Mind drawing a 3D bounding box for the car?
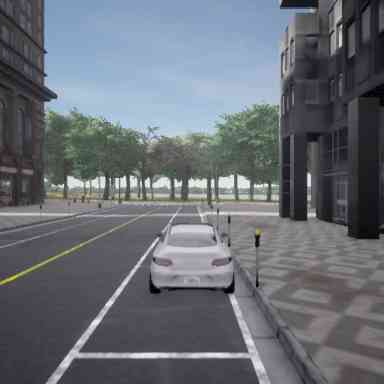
[{"bbox_3d":[0.003,1.516,8.650,1.812,1.442,4.674,0,0,0],"label":"car"}]
